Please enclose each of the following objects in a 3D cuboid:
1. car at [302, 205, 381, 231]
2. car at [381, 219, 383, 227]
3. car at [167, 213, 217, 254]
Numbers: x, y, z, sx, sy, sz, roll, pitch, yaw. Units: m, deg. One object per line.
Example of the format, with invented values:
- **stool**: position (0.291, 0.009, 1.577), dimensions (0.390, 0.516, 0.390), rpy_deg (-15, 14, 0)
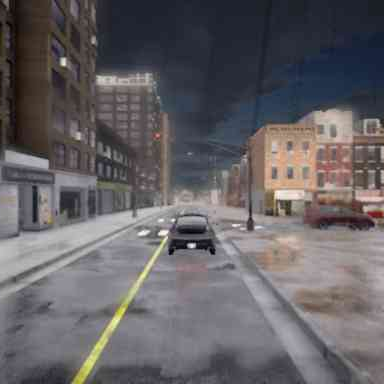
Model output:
- **car**: position (10.812, 1.923, 24.830), dimensions (5.009, 1.841, 2.192), rpy_deg (1, -1, 0)
- **car**: position (16.523, 2.238, 24.813), dimensions (4.829, 1.417, 1.752), rpy_deg (1, -1, 0)
- **car**: position (0.002, 1.683, 14.288), dimensions (1.837, 1.490, 4.892), rpy_deg (0, 0, 0)
